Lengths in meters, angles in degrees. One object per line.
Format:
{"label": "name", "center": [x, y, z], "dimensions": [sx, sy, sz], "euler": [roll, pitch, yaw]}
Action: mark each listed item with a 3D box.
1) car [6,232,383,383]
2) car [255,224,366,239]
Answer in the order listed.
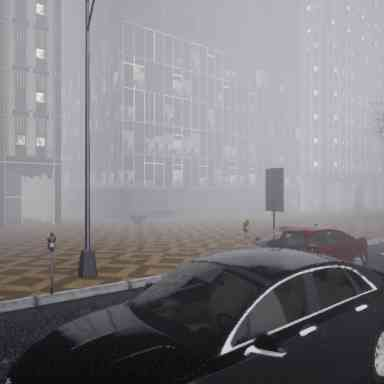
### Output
{"label": "car", "center": [0.619, 1.505, 3.831], "dimensions": [4.892, 1.490, 1.837], "euler": [0, 0, -36]}
{"label": "car", "center": [2.719, 1.545, 8.501], "dimensions": [4.507, 1.381, 1.887], "euler": [0, 0, -36]}
